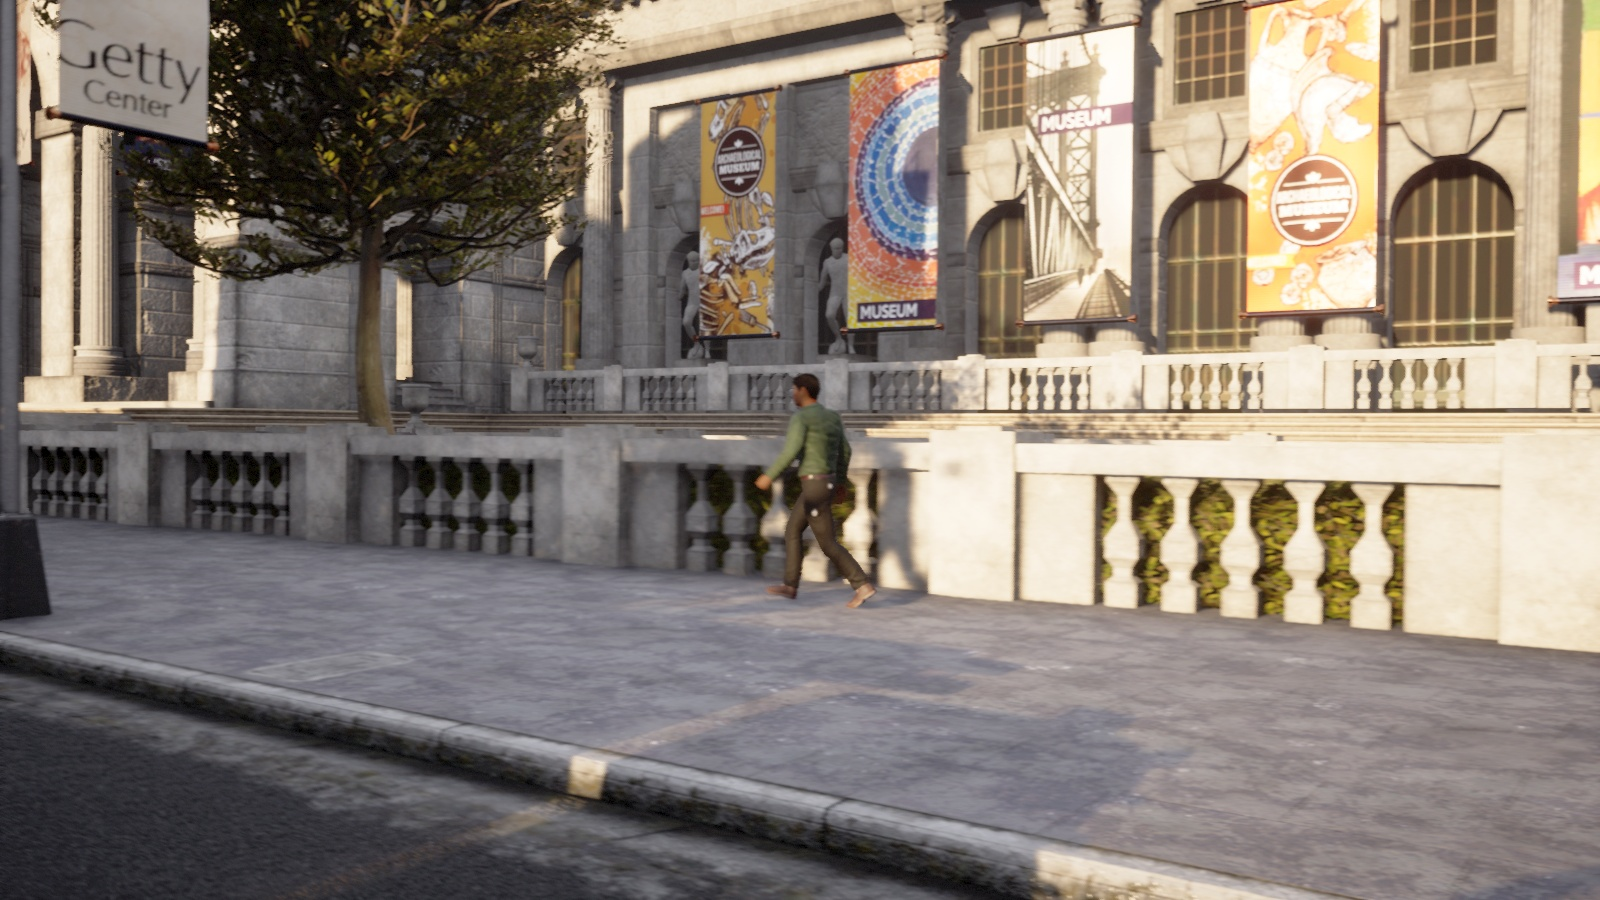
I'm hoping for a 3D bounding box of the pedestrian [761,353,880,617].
[{"bbox_3d":[0.161,0.255,9.619,0.788,1.949,0.423,0,1,27],"label":"pedestrian"}]
